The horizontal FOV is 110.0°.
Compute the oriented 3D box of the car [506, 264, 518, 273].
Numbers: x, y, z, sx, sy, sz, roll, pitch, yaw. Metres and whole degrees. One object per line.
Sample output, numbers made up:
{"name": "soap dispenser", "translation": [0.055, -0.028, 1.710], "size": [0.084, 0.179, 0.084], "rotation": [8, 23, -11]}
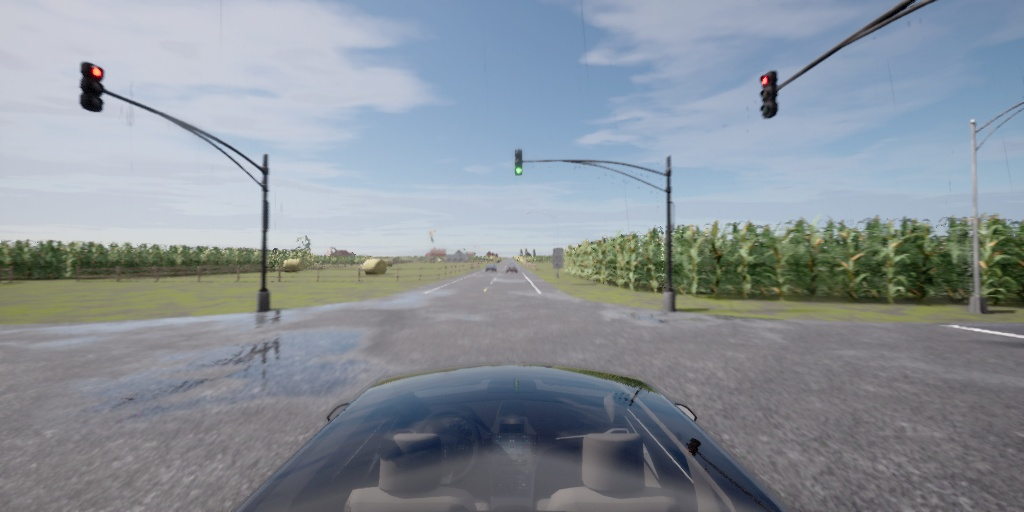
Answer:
{"name": "car", "translation": [-0.047, 1.968, 56.698], "size": [2.033, 1.411, 5.357], "rotation": [0, -1, 0]}

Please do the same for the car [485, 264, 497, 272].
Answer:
{"name": "car", "translation": [-3.551, 2.040, 61.709], "size": [2.033, 1.411, 5.357], "rotation": [0, -1, 0]}
